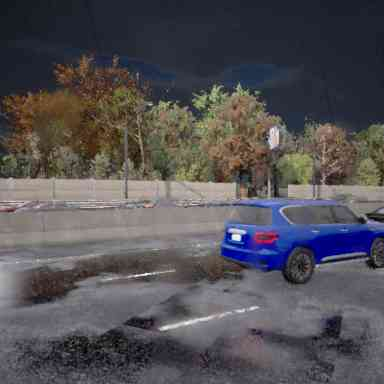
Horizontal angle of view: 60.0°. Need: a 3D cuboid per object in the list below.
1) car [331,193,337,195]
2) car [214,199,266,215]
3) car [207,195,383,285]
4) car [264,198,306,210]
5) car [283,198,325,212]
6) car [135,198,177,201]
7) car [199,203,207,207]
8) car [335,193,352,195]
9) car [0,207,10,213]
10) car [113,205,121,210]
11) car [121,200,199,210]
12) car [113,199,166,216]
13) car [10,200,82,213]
[{"bbox_3d":[21.297,1.232,48.677,5.566,2.045,2.150,0,0,-30],"label":"car"},{"bbox_3d":[5.119,1.548,35.186,5.357,1.411,2.033,0,0,-30],"label":"car"},{"bbox_3d":[3.419,1.221,9.646,5.566,2.045,2.150,0,0,-30],"label":"car"},{"bbox_3d":[12.150,1.550,43.340,5.357,1.411,2.033,0,0,-30],"label":"car"},{"bbox_3d":[13.528,1.494,40.093,4.902,1.511,2.128,0,0,-30],"label":"car"},{"bbox_3d":[-3.077,1.352,30.401,4.553,1.767,2.097,0,0,-30],"label":"car"},{"bbox_3d":[3.263,1.548,38.161,5.357,1.411,2.033,0,0,-30],"label":"car"},{"bbox_3d":[22.053,1.359,45.067,4.553,1.767,2.097,0,0,-30],"label":"car"},{"bbox_3d":[-13.557,1.478,28.339,5.008,1.535,1.882,0,0,-30],"label":"car"},{"bbox_3d":[-4.760,1.601,25.371,4.718,1.301,1.895,0,0,-30],"label":"car"},{"bbox_3d":[-2.162,1.525,22.835,4.674,1.442,1.812,0,0,-30],"label":"car"},{"bbox_3d":[-5.179,1.505,33.224,4.892,1.490,1.837,0,0,-30],"label":"car"},{"bbox_3d":[-11.067,1.492,25.738,4.902,1.511,2.128,0,0,-30],"label":"car"}]
